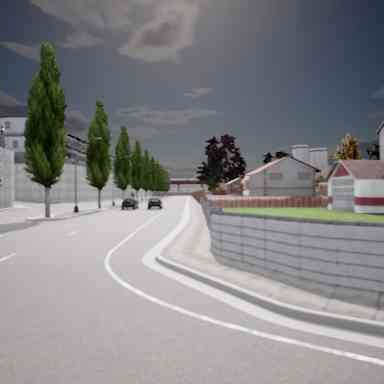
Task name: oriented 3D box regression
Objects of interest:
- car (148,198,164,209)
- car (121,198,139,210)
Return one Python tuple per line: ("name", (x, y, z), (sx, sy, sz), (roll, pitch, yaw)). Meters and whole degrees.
("car", (-5.218, 1.659, 47.406), (1.837, 1.490, 4.892), (0, 0, -1))
("car", (-8.722, 1.681, 46.965), (1.837, 1.490, 4.892), (0, 0, 0))
